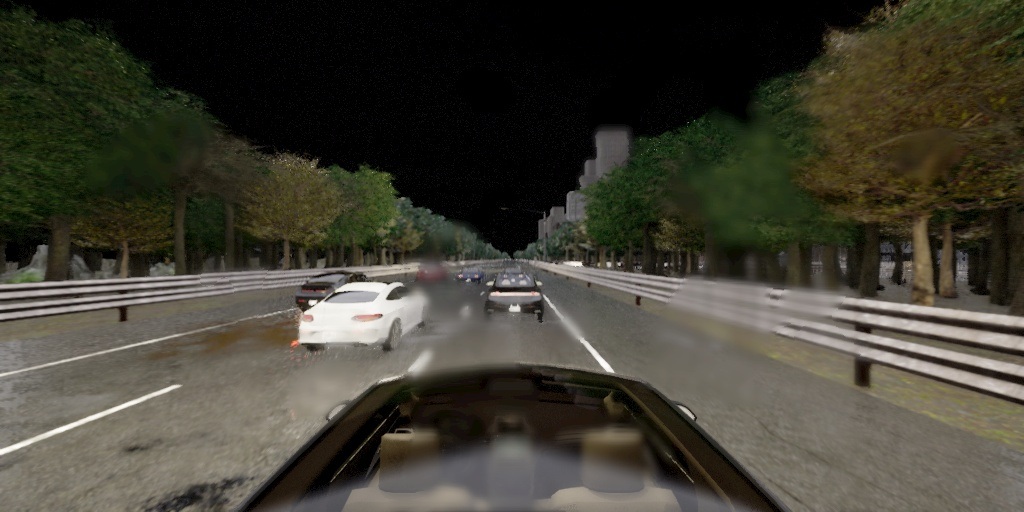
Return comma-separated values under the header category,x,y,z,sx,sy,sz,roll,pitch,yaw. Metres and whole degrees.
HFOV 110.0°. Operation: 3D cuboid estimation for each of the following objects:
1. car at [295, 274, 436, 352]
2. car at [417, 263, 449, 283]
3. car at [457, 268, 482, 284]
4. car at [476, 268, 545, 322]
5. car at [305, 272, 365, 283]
category,x,y,z,sx,sy,sz,roll,pitch,yaw
car,-3.412,1.356,9.072,1.812,1.442,4.674,0,0,0
car,-6.902,1.421,31.815,2.097,1.767,4.553,0,-1,0
car,-3.402,1.657,30.489,1.895,1.301,4.718,0,-1,0
car,0.096,1.363,12.872,2.128,1.511,4.902,0,-1,0
car,-6.902,1.398,14.887,1.837,1.490,4.892,0,-1,0
